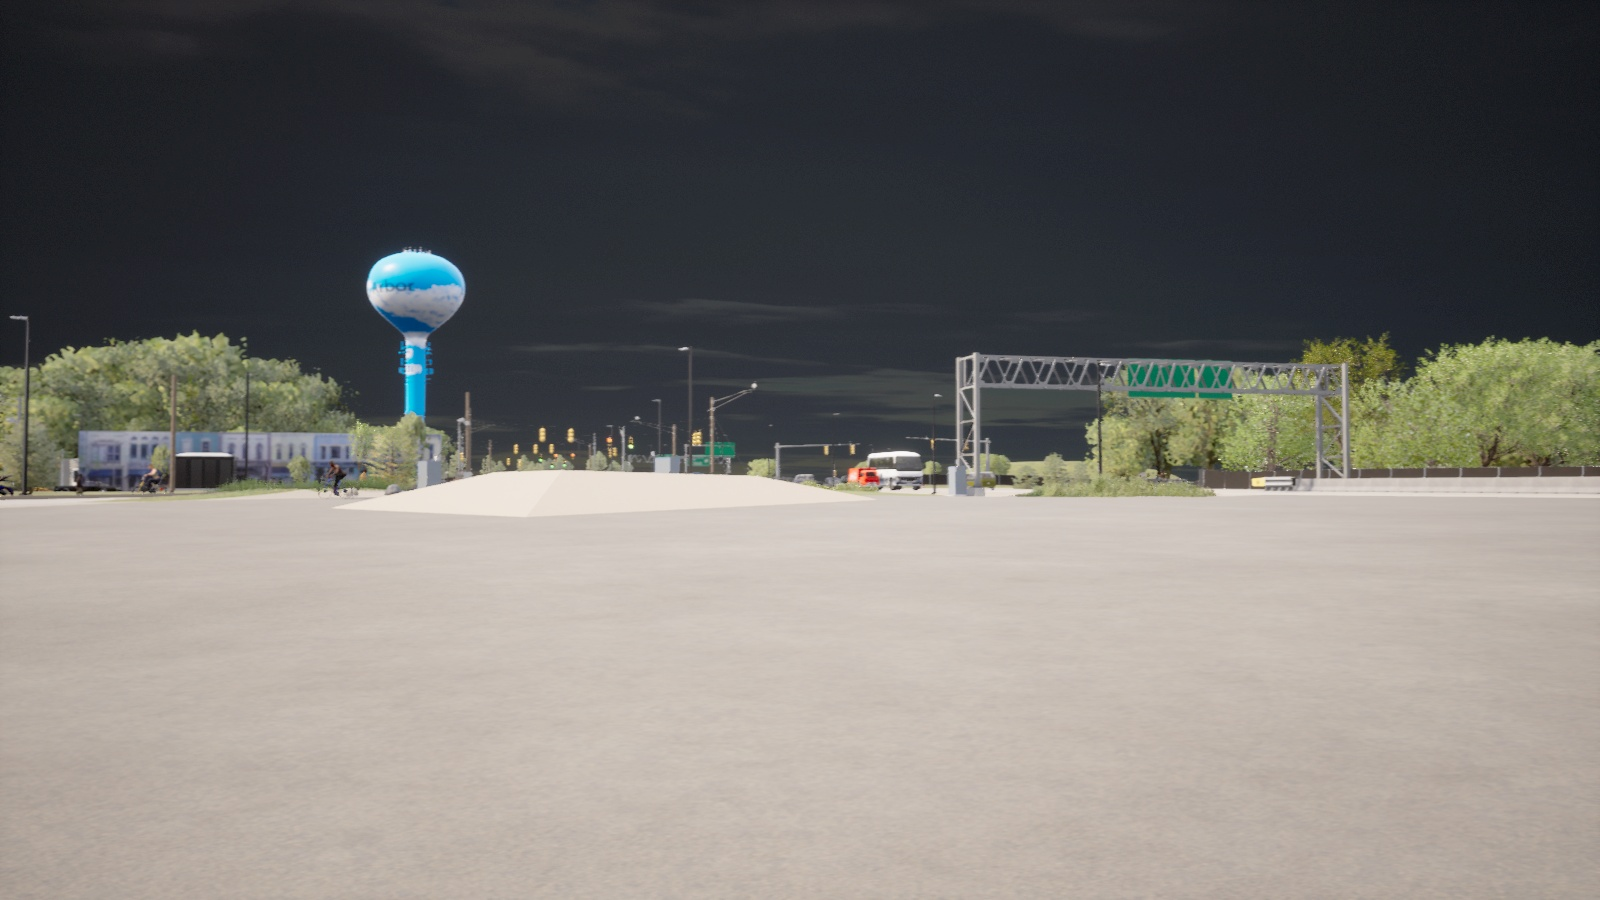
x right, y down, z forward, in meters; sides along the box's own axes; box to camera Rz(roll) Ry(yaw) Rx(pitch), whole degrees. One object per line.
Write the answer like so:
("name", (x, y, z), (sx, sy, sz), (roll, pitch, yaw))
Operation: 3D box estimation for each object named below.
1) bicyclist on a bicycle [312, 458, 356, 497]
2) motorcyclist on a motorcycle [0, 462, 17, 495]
("bicyclist on a bicycle", (-19.699, 1.143, 53.142), (0.582, 1.620, 1.656), (1, 0, 37))
("motorcyclist on a motorcycle", (-37.175, 1.305, 57.393), (2.191, 1.530, 0.866), (1, -3, -23))
